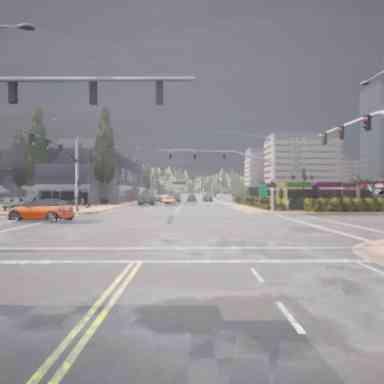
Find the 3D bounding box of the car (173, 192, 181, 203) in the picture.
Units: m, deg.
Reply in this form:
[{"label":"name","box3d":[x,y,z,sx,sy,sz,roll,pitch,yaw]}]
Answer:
[{"label":"car","box3d":[-3.499,1.121,68.304,2.150,2.045,5.566,0,0,0]}]

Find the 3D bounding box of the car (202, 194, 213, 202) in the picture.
[{"label":"car","box3d":[3.501,1.408,71.604,2.128,1.511,4.902,0,0,0]}]

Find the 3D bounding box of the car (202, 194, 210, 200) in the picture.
[{"label":"car","box3d":[3.501,1.273,81.879,1.812,1.442,4.674,0,0,0]}]

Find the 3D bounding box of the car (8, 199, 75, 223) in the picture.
[{"label":"car","box3d":[-11.176,1.315,24.669,4.553,1.767,2.097,0,0,13]}]

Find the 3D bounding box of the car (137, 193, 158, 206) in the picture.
[{"label":"car","box3d":[-7.063,1.145,51.917,2.150,2.045,5.566,0,0,0]}]

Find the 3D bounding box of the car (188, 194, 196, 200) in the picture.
[{"label":"car","box3d":[0.001,1.249,81.877,1.837,1.490,4.892,0,0,0]}]

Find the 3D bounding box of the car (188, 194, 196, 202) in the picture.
[{"label":"car","box3d":[0.001,1.409,71.604,2.128,1.511,4.902,0,0,0]}]

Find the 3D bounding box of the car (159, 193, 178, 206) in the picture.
[{"label":"car","box3d":[-3.566,1.400,51.566,1.882,1.535,5.008,0,0,0]}]
